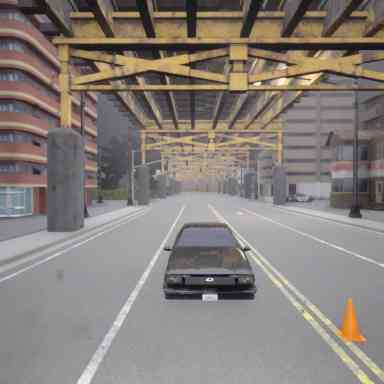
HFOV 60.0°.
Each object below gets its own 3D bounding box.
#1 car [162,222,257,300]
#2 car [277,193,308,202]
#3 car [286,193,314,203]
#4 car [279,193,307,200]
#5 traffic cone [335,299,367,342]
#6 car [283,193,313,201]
[{"bbox_3d":[0.363,1.533,8.758,2.033,1.411,5.357,0,0,1],"label":"car"},{"bbox_3d":[17.825,0.957,59.025,4.974,1.542,2.038,0,1,25],"label":"car"},{"bbox_3d":[17.476,1.005,54.868,4.974,1.542,2.038,0,1,-20],"label":"car"},{"bbox_3d":[17.873,0.800,59.001,4.536,1.218,1.853,0,1,25],"label":"car"},{"bbox_3d":[2.455,1.949,5.150,0.340,0.580,0.340,0,0,0],"label":"traffic cone"},{"bbox_3d":[17.525,0.847,54.884,4.536,1.218,1.853,0,1,-20],"label":"car"}]
